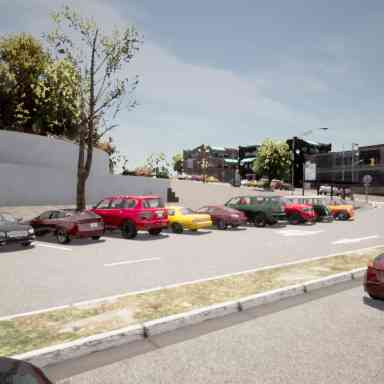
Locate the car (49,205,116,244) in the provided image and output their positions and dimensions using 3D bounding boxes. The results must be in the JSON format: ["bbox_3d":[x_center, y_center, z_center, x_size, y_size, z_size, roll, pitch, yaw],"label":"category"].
[{"bbox_3d":[-6.195,1.524,15.816,4.792,1.488,2.163,-1,-1,35],"label":"car"}]

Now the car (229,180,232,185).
[{"bbox_3d":[10.413,-2.316,78.599,2.002,1.452,4.674,7,3,35],"label":"car"}]

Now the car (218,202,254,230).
[{"bbox_3d":[1.176,1.549,21.017,4.674,1.452,2.002,-1,-1,35],"label":"car"}]

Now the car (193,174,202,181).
[{"bbox_3d":[3.456,-3.698,88.368,2.435,2.045,5.566,7,3,34],"label":"car"}]

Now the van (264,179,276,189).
[{"bbox_3d":[17.291,-1.490,68.614,1.878,1.987,4.442,7,4,35],"label":"van"}]

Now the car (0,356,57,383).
[{"bbox_3d":[-2.882,1.504,1.076,4.892,1.490,1.837,0,0,-35],"label":"car"}]

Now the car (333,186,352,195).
[{"bbox_3d":[25.952,0.137,56.394,2.002,1.452,4.674,7,3,35],"label":"car"}]

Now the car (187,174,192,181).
[{"bbox_3d":[1.662,-3.850,90.834,2.185,1.767,4.553,6,3,34],"label":"car"}]

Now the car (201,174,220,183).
[{"bbox_3d":[5.307,-3.175,86.109,1.946,1.575,5.366,7,3,34],"label":"car"}]

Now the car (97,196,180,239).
[{"bbox_3d":[-3.750,1.248,17.562,5.566,2.045,2.435,-1,-1,35],"label":"car"}]

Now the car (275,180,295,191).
[{"bbox_3d":[19.051,-0.992,66.252,2.231,1.521,4.892,7,3,35],"label":"car"}]

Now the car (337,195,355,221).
[{"bbox_3d":[11.064,1.403,27.900,4.553,1.767,2.185,-1,-1,35],"label":"car"}]

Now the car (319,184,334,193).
[{"bbox_3d":[24.261,-0.426,58.866,2.435,2.045,5.566,7,3,35],"label":"car"}]

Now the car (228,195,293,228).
[{"bbox_3d":[3.603,1.263,22.775,5.566,2.045,2.435,-1,-1,35],"label":"car"}]

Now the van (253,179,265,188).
[{"bbox_3d":[15.561,-1.763,71.085,1.878,1.987,4.442,7,4,35],"label":"van"}]

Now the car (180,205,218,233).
[{"bbox_3d":[-1.431,1.503,19.389,5.366,1.575,1.946,-1,-1,35],"label":"car"}]

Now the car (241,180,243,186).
[{"bbox_3d":[12.155,-2.043,76.137,2.002,1.452,4.674,7,4,35],"label":"car"}]

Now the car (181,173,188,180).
[{"bbox_3d":[-0.069,-4.084,93.304,2.185,1.767,4.553,4,1,33],"label":"car"}]

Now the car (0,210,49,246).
[{"bbox_3d":[-8.615,1.493,14.070,4.892,1.521,2.231,-1,-1,35],"label":"car"}]

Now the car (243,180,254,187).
[{"bbox_3d":[13.987,-1.811,73.816,1.946,1.575,5.366,7,3,35],"label":"car"}]

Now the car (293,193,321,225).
[{"bbox_3d":[6.116,1.267,24.480,5.566,2.045,2.435,-1,-1,35],"label":"car"}]

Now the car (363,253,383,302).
[{"bbox_3d":[5.558,1.574,7.104,4.181,1.385,1.994,0,0,-34],"label":"car"}]

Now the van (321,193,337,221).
[{"bbox_3d":[8.655,1.297,26.150,4.442,1.987,1.878,-1,-1,35],"label":"van"}]
